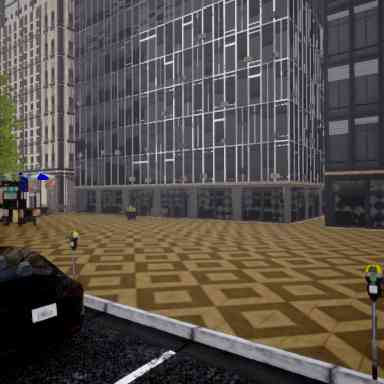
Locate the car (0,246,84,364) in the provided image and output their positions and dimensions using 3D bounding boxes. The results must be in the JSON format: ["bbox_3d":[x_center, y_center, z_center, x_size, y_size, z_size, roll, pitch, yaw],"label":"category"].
[{"bbox_3d":[-3.557,1.566,5.423,4.313,1.339,1.947,0,0,36],"label":"car"}]
